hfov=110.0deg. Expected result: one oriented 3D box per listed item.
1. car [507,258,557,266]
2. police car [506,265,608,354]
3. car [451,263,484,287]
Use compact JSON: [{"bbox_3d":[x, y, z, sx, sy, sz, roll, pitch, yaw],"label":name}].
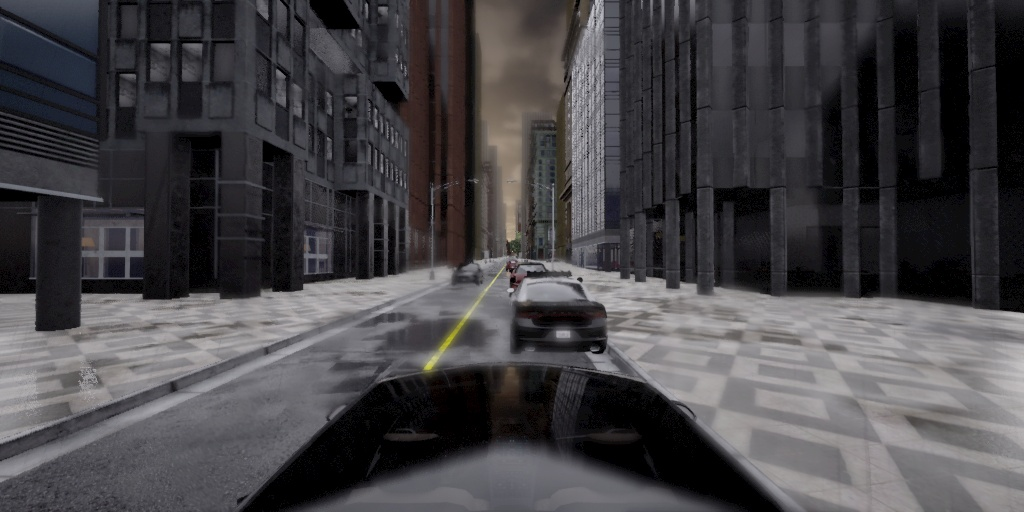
[{"bbox_3d":[0.918,1.100,18.763,2.097,1.767,4.553,0,0,0],"label":"car"},{"bbox_3d":[0.907,1.176,8.902,1.930,1.638,5.238,0,0,0],"label":"police car"},{"bbox_3d":[-2.973,1.252,24.689,1.837,1.490,4.892,0,0,0],"label":"car"}]
